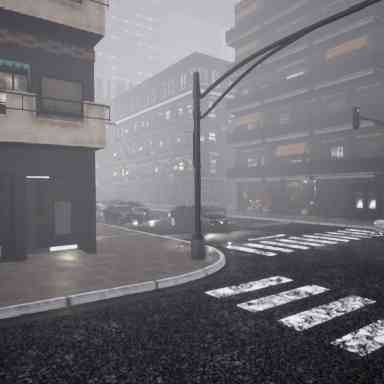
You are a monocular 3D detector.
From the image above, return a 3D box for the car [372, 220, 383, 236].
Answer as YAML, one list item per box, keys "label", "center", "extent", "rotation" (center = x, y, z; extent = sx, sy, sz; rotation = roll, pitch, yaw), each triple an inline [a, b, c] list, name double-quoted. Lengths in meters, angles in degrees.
- label: "car"
  center: [10.870, 1.595, 15.018]
  extent: [4.718, 1.301, 1.895]
  rotation: [0, 0, 8]

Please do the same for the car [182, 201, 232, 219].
- label: "car"
  center: [1.223, 1.512, 29.176]
  extent: [2.008, 1.369, 4.403]
  rotation: [-1, 1, -36]

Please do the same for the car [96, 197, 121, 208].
- label: "car"
  center: [-11.887, 1.519, 47.248]
  extent: [1.887, 1.381, 4.507]
  rotation: [-1, 1, -36]

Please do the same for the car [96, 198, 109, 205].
- label: "car"
  center: [-11.325, 1.568, 37.264]
  extent: [1.812, 1.442, 4.674]
  rotation: [-1, 1, -36]

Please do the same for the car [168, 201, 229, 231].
- label: "car"
  center: [0.295, 1.534, 21.233]
  extent: [1.837, 1.490, 4.892]
  rotation: [-1, 1, -36]

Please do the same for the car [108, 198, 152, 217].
- label: "car"
  center: [-5.275, 1.541, 28.909]
  extent: [1.837, 1.490, 4.892]
  rotation: [-1, 1, -36]

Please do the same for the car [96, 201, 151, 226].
- label: "car"
  center: [-5.155, 1.632, 24.549]
  extent: [1.947, 1.339, 4.313]
  rotation: [-1, 1, -36]
